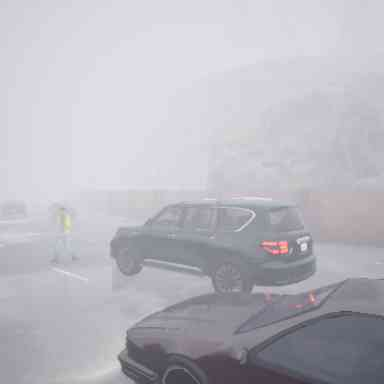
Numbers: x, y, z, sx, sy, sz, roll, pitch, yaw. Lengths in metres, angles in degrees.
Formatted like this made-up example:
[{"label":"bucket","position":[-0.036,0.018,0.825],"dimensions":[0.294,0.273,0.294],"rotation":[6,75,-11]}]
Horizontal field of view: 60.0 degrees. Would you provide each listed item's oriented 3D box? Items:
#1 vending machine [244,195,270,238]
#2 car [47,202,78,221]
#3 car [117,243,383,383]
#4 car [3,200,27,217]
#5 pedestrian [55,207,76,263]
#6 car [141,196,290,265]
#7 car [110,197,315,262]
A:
[{"label":"vending machine","position":[3.308,1.195,16.911],"dimensions":[0.880,2.100,1.100],"rotation":[0,0,44]},{"label":"car","position":[-10.879,1.547,27.808],"dimensions":[2.033,1.411,5.357],"rotation":[0,0,-29]},{"label":"car","position":[1.772,1.548,2.824],"dimensions":[5.357,1.411,2.033],"rotation":[0,0,37]},{"label":"car","position":[-17.064,1.478,32.041],"dimensions":[1.882,1.535,5.008],"rotation":[0,0,-28]},{"label":"pedestrian","position":[-4.009,1.294,10.536],"dimensions":[0.375,1.860,0.375],"rotation":[0,0,45]},{"label":"car","position":[0.663,1.220,12.819],"dimensions":[5.566,2.045,2.150],"rotation":[0,0,42]},{"label":"car","position":[0.247,1.221,8.552],"dimensions":[5.566,2.045,2.150],"rotation":[0,0,40]}]
